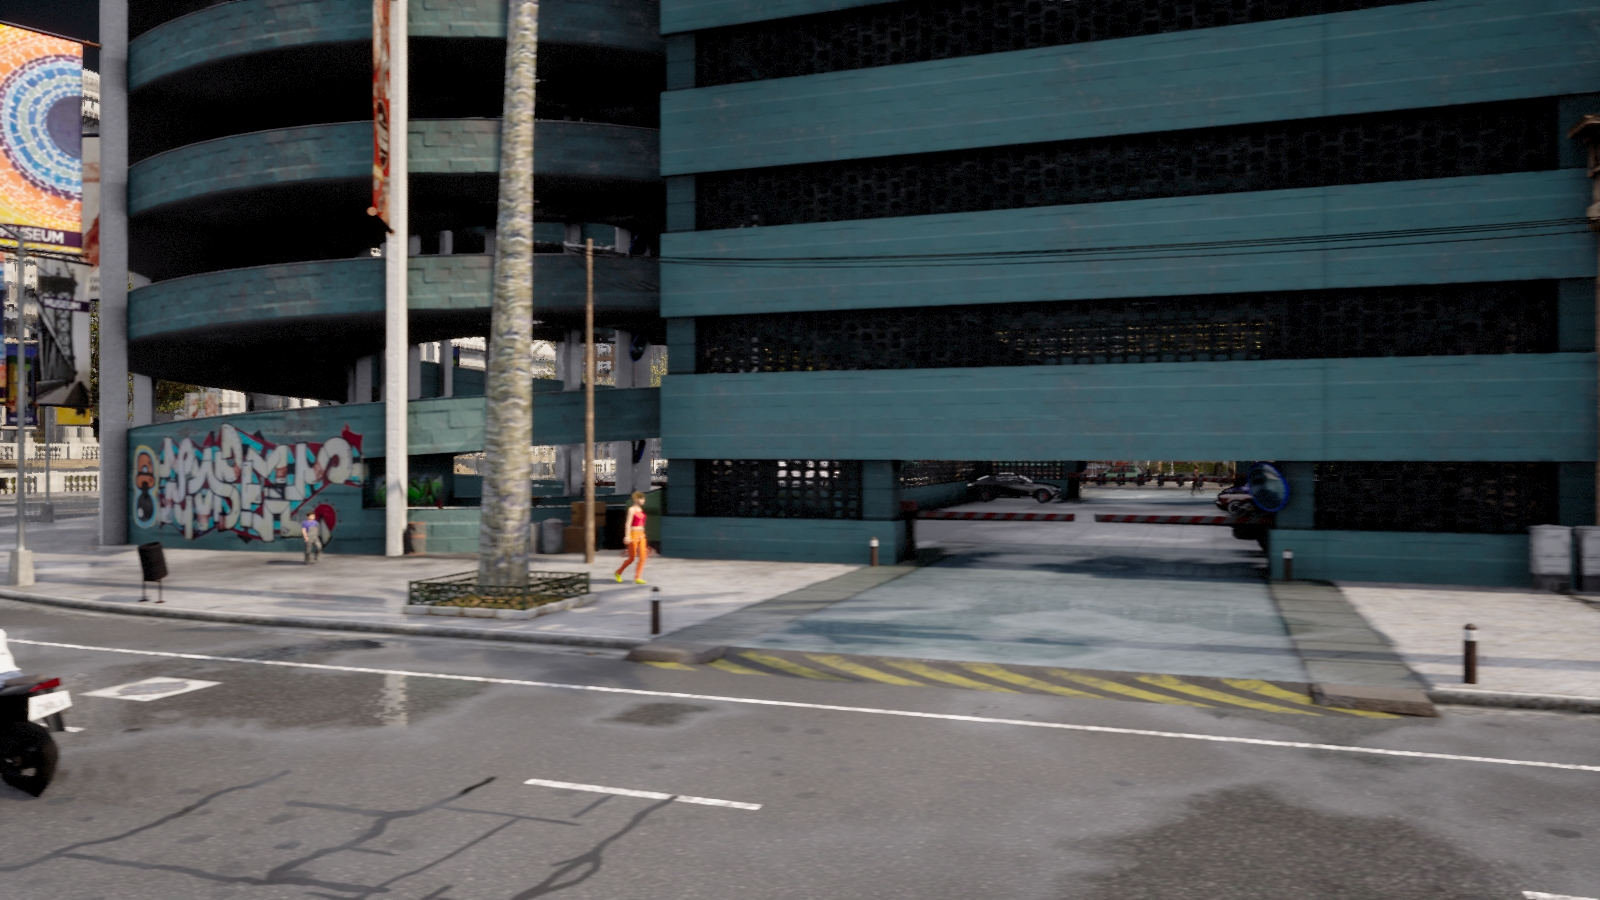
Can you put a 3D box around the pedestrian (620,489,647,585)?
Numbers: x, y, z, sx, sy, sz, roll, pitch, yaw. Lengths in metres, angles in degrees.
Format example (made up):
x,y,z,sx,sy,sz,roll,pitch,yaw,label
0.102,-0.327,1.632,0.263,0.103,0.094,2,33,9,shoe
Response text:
x,y,z,sx,sy,sz,roll,pitch,yaw,label
-3.275,1.696,22.439,0.375,1.860,0.375,0,0,25,pedestrian

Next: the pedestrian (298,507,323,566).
x,y,z,sx,sy,sz,roll,pitch,yaw,label
-11.231,1.976,26.208,0.375,1.300,0.375,0,0,37,pedestrian

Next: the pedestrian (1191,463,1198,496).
x,y,z,sx,sy,sz,roll,pitch,yaw,label
22.595,1.699,65.382,0.375,1.860,0.375,0,0,18,pedestrian
